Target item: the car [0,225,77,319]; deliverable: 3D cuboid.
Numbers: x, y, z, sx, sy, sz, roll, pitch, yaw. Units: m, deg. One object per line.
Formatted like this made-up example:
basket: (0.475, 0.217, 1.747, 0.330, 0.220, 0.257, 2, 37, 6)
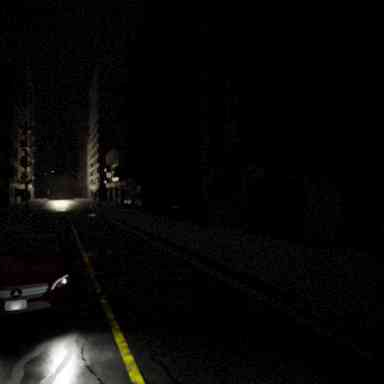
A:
car: (-3.652, 1.529, 7.412, 1.812, 1.442, 4.674, 0, 0, -22)
